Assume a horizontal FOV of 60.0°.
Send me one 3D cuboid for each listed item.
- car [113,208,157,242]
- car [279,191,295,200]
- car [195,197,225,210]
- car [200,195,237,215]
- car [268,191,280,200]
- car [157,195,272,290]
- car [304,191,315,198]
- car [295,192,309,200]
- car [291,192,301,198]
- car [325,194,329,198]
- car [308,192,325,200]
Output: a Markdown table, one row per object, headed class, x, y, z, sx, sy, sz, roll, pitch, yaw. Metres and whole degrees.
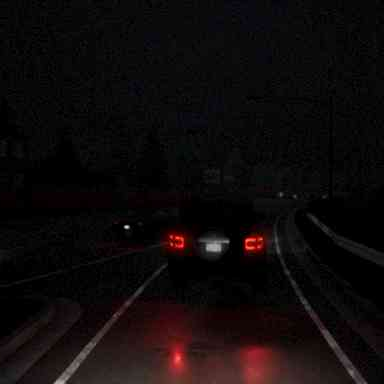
| class | x | y | z | sx | sy | sz | roll | pitch | yaw |
| --- | --- | --- | --- | --- | --- | --- | --- | --- | --- |
| car | -1.894 | 1.474 | 16.158 | 1.994 | 1.385 | 4.181 | 0 | 0 | 27 |
| car | 23.098 | 1.076 | 79.741 | 2.128 | 1.511 | 4.902 | 0 | 0 | 27 |
| car | 2.243 | 1.306 | 39.327 | 1.812 | 1.442 | 4.674 | 0 | 0 | 27 |
| car | 2.684 | 1.170 | 32.577 | 2.097 | 1.767 | 4.553 | 0 | 0 | 27 |
| car | 19.991 | 1.068 | 81.353 | 2.128 | 1.511 | 4.902 | 0 | 0 | 27 |
| car | 0.865 | 1.170 | 9.172 | 2.150 | 2.045 | 5.566 | 0 | 0 | 9 |
| car | 30.989 | 0.735 | 87.349 | 2.097 | 1.767 | 4.553 | 0 | 0 | 27 |
| car | 26.383 | 0.913 | 78.471 | 2.097 | 1.767 | 4.553 | 0 | 0 | 27 |
| car | 27.896 | 0.871 | 88.989 | 1.837 | 1.490 | 4.892 | 0 | 0 | 27 |
| car | 34.698 | 1.106 | 86.899 | 1.895 | 1.301 | 4.718 | 0 | 0 | 27 |
| car | 27.241 | 1.145 | 72.527 | 1.994 | 1.385 | 4.181 | 0 | 0 | 27 |
